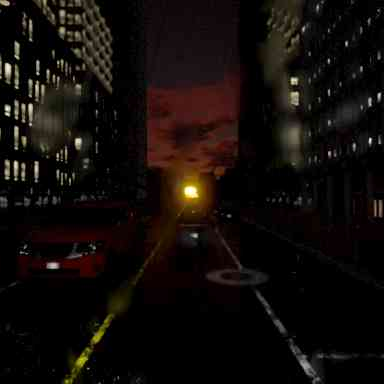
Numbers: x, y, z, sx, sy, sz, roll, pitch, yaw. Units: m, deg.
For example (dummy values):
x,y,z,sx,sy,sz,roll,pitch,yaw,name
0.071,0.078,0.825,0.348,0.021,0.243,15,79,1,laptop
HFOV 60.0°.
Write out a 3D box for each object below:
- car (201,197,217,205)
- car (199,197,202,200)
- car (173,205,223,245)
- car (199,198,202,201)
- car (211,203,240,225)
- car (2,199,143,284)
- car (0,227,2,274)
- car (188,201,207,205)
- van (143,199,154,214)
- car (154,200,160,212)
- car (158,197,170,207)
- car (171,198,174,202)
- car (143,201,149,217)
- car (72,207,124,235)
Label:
x,y,z,sx,sy,sz,roll,pitch,yaw,name
2.753,1.857,49.075,1.967,1.590,4.097,0,0,0,car
2.773,2.081,66.321,1.752,1.417,4.829,0,0,0,car
0.119,1.634,16.312,2.128,1.511,4.902,0,0,0,car
2.766,2.091,60.458,1.802,1.307,4.206,0,0,0,car
2.724,1.794,26.308,1.947,1.339,4.313,0,0,0,car
-3.088,1.310,10.170,2.150,2.045,5.566,0,0,0,car
-5.677,1.662,9.254,1.802,1.307,4.206,0,0,0,car
0.138,1.850,33.331,1.994,1.385,4.181,0,0,0,car
-5.642,1.663,37.718,1.690,1.788,3.998,0,0,0,van
-5.636,1.951,43.408,1.802,1.307,4.206,0,0,0,car
-5.614,1.947,60.484,1.967,1.590,4.097,0,0,0,car
-5.600,2.164,71.868,1.947,1.339,4.313,0,0,0,car
-5.650,1.819,32.023,1.887,1.381,4.507,0,0,0,car
-5.664,1.729,20.639,2.008,1.369,4.403,0,0,0,car
